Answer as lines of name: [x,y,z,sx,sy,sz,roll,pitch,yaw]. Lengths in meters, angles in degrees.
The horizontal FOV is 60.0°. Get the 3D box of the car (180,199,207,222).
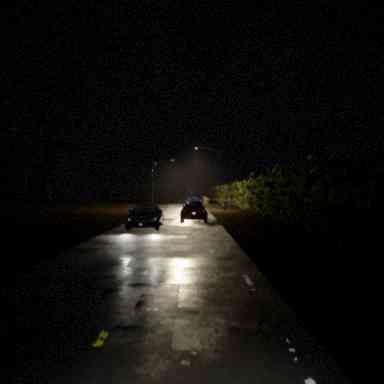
car: [0.133,1.456,25.206,1.994,1.385,4.181,0,0,0]

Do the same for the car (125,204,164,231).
car: [-2.725,1.451,20.015,1.812,1.442,4.674,0,0,0]
